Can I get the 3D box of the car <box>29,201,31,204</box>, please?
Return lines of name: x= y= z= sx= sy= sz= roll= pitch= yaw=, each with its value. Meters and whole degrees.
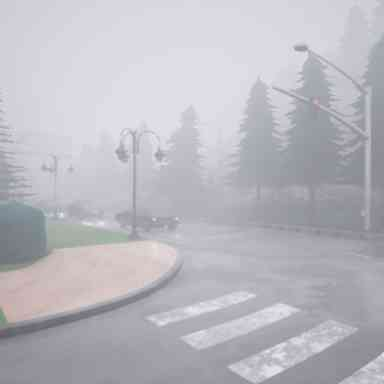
car: x=-25.774 y=1.479 z=55.501 sx=2.128 sy=1.511 sz=4.902 roll=1 pitch=0 yaw=-38

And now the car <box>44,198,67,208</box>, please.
car: x=-19.606 y=1.551 z=47.576 sx=1.994 sy=1.385 sz=4.181 roll=1 pitch=0 yaw=-38

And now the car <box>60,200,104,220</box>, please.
car: x=-9.003 y=1.439 z=27.910 sx=2.128 sy=1.511 sz=4.902 roll=1 pitch=0 yaw=-38

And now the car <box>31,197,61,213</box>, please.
car: x=-15.509 y=1.496 z=36.289 sx=2.033 sy=1.411 sz=5.357 roll=1 pitch=0 yaw=-38

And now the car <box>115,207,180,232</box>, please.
car: x=-2.738 y=1.547 z=19.835 sx=1.895 sy=1.301 sz=4.718 roll=1 pitch=0 yaw=-38

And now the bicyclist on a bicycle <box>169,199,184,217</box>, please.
bicyclist on a bicycle: x=-1.348 y=1.488 z=29.630 sx=1.656 sy=1.620 sz=0.582 roll=1 pitch=-1 yaw=-38
